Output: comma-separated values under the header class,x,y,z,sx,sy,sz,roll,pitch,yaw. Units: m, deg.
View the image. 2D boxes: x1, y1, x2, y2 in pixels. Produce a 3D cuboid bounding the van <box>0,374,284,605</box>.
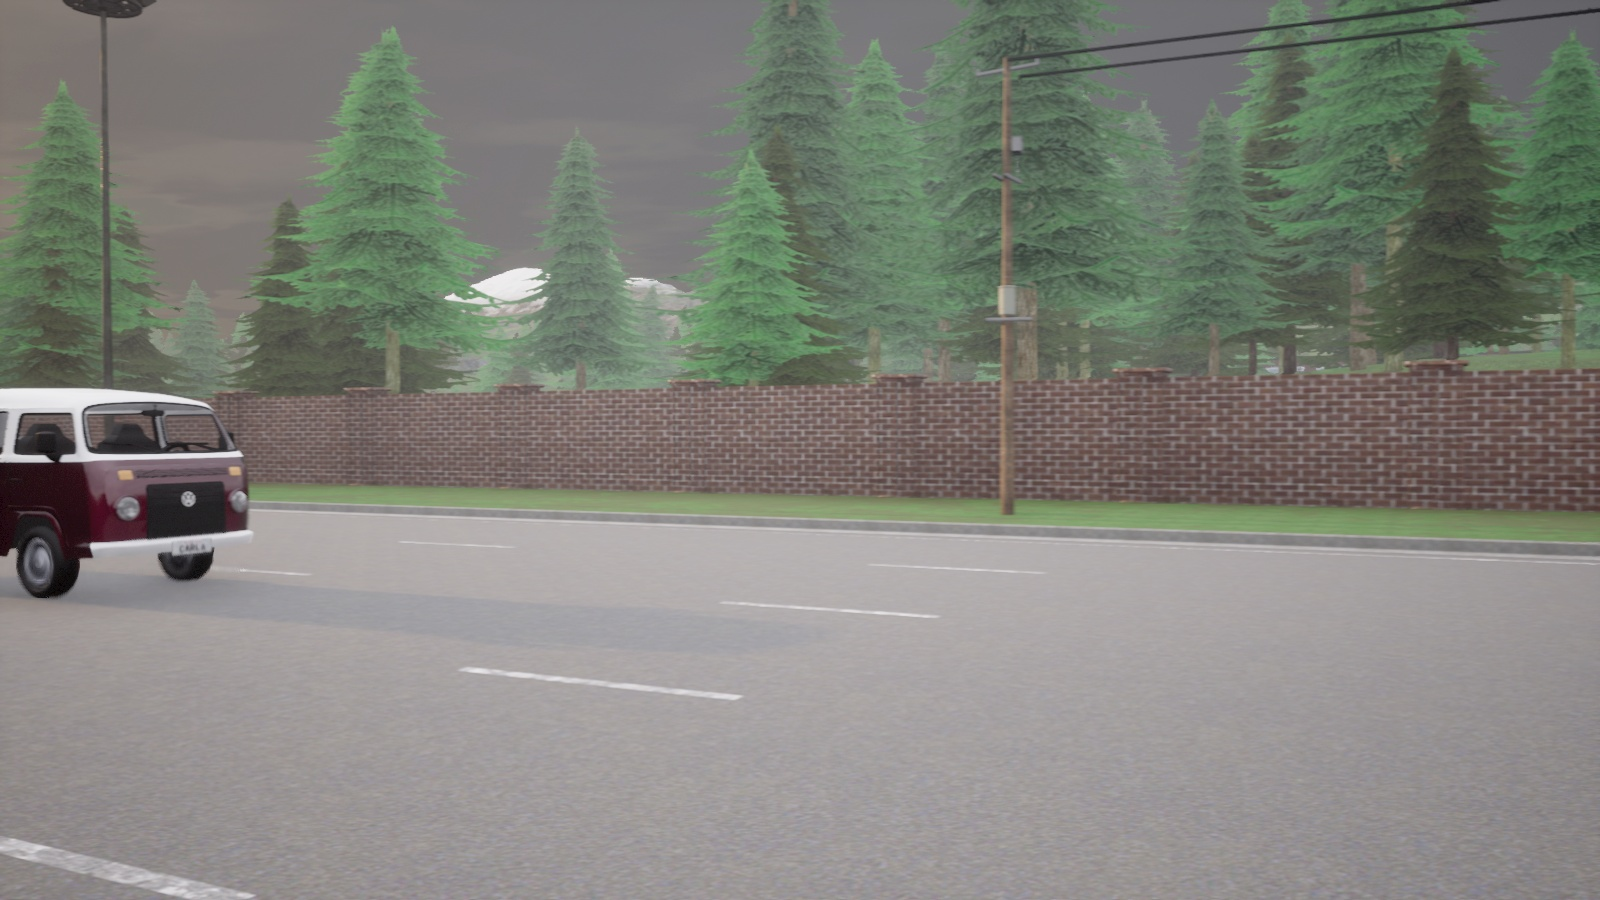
class,x,y,z,sx,sy,sz,roll,pitch,yaw
van,-7.782,0.310,12.995,4.480,2.038,2.069,1,1,27
